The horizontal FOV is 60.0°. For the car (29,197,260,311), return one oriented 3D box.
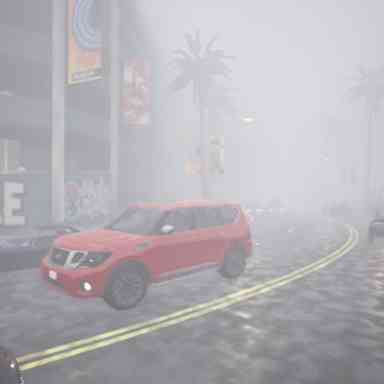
[{"bbox_3d":[-0.697,1.253,8.330,5.566,2.045,2.150,0,0,-44],"label":"car"}]

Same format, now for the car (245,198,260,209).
[{"bbox_3d":[8.979,1.730,49.888,1.837,1.490,4.892,0,0,5],"label":"car"}]

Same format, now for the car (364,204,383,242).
[{"bbox_3d":[9.634,1.583,16.186,2.128,1.511,4.902,0,0,29],"label":"car"}]

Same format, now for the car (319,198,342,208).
[{"bbox_3d":[23.257,1.771,56.009,2.231,1.521,4.892,0,0,5],"label":"car"}]

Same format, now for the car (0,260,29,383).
[{"bbox_3d":[-3.436,1.500,1.508,4.892,1.490,1.837,1,0,-33],"label":"car"}]

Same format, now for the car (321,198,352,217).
[{"bbox_3d":[14.578,1.668,33.791,2.128,1.511,4.902,0,0,7],"label":"car"}]

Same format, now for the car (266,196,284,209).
[{"bbox_3d":[12.512,1.586,50.047,2.097,1.767,4.553,0,0,5],"label":"car"}]

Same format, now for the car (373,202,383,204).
[{"bbox_3d":[17.696,1.665,30.971,2.128,1.511,4.902,0,0,8],"label":"car"}]

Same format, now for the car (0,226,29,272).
[{"bbox_3d":[-4.525,1.626,9.550,4.718,1.301,1.895,0,0,-41],"label":"car"}]

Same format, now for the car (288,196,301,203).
[{"bbox_3d":[25.908,1.769,85.264,2.185,1.767,4.553,0,0,5],"label":"car"}]

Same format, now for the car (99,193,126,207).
[{"bbox_3d":[-12.178,1.199,51.668,2.435,2.045,5.566,0,0,5],"label":"car"}]
